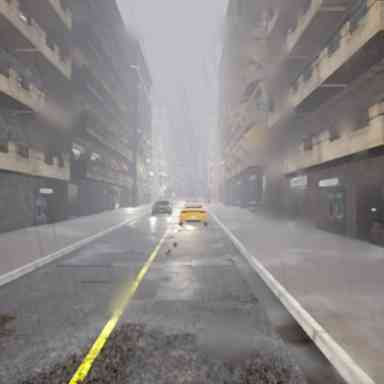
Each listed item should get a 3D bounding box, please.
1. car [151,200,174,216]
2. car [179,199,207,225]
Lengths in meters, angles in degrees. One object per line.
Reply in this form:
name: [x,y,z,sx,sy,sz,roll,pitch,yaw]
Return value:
car: [-2.852,1.544,32.453,1.837,1.490,4.892,0,0,0]
car: [0.096,1.504,24.209,1.882,1.535,5.008,0,0,0]
